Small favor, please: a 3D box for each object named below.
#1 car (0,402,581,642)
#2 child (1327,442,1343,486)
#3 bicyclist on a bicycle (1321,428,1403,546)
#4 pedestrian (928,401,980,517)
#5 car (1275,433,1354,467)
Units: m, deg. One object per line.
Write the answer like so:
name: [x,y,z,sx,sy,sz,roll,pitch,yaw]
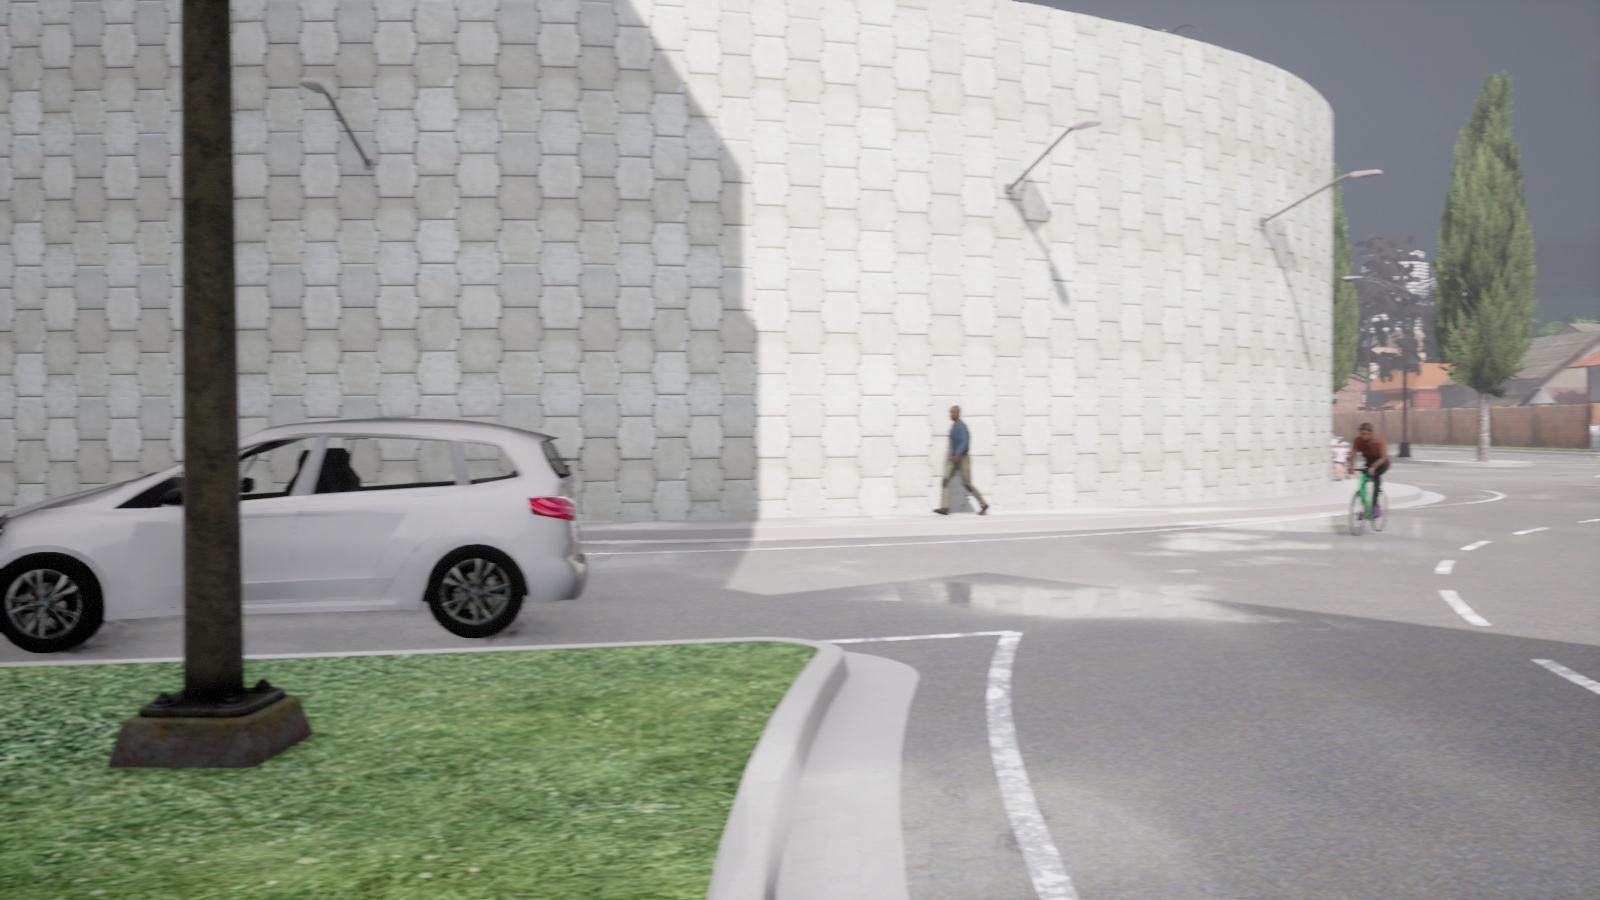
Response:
car: [-4.125,0.480,10.131,4.611,1.667,2.242,0,1,-11]
child: [13.777,0.351,32.320,0.255,1.110,0.394,0,1,6]
bicyclist on a bicycle: [8.137,0.493,18.154,0.582,1.620,1.656,2,2,41]
pedestrian: [2.473,0.142,20.122,0.726,1.835,0.370,0,1,-21]
car: [23.110,-0.044,56.542,1.812,1.442,4.674,0,1,3]
